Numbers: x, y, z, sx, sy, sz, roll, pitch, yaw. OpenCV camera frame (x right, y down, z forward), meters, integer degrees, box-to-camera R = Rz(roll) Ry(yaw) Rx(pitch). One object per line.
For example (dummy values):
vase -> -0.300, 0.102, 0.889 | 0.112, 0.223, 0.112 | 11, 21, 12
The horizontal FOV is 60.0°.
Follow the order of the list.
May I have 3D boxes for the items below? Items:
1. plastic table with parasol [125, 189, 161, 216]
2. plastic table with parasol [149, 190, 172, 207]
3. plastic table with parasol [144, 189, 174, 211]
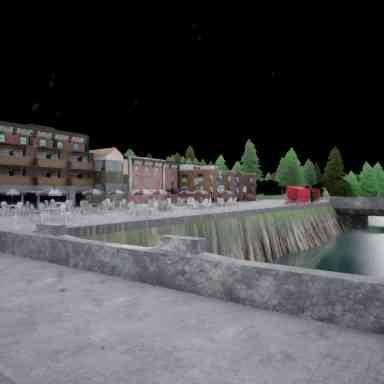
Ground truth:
plastic table with parasol -> -4.710, 0.925, 32.160 | 2.482, 2.480, 2.482 | 0, 0, 36
plastic table with parasol -> -4.618, 0.925, 48.837 | 2.482, 2.480, 2.482 | 0, 0, 36
plastic table with parasol -> -3.931, 0.925, 39.847 | 2.482, 2.480, 2.482 | 0, 0, 36
